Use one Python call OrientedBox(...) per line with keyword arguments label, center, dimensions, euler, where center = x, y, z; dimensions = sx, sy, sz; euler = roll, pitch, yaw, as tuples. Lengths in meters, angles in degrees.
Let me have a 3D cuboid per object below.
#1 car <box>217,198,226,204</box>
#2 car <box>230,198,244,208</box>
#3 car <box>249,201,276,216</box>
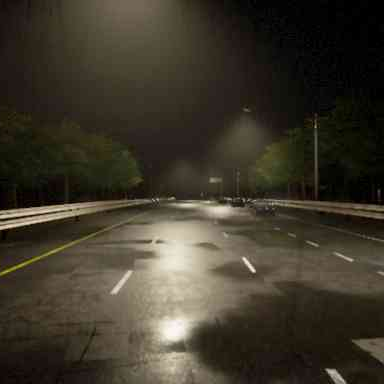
OrientedBox(label="car", center=(7.383, 2.195, 82.448), dimensions=(1.994, 1.385, 4.181), euler=(0, -1, 1))
OrientedBox(label="car", center=(7.160, 1.748, 52.878), dimensions=(2.128, 1.511, 4.902), euler=(0, -1, 0))
OrientedBox(label="car", center=(7.068, 1.632, 33.849), dimensions=(2.033, 1.411, 5.357), euler=(0, 0, 0))
